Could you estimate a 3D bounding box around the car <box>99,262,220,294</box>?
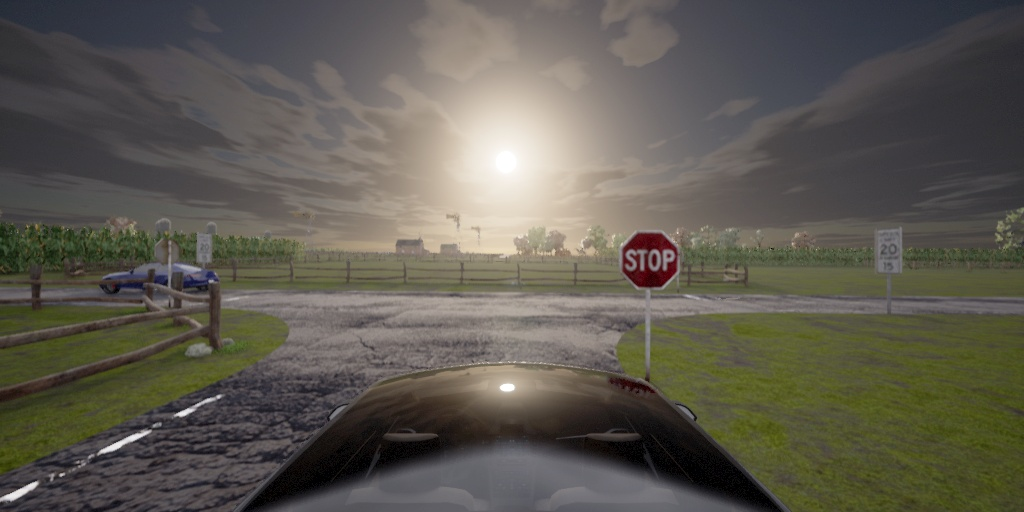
[{"bbox_3d":[-16.628,1.019,17.078,4.674,1.442,1.812,1,0,0],"label":"car"}]
